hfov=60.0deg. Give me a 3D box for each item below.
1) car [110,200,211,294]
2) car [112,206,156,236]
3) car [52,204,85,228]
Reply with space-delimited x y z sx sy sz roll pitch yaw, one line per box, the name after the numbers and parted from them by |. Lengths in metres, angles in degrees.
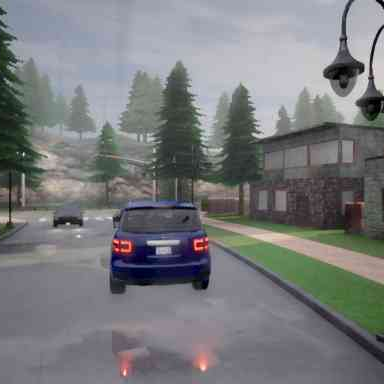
-0.977 1.221 9.049 2.150 2.045 5.566 0 0 -9 | car
-3.535 1.601 19.482 1.895 1.301 4.718 0 0 -18 | car
-8.383 1.547 22.670 2.033 1.411 5.357 0 0 -19 | car
